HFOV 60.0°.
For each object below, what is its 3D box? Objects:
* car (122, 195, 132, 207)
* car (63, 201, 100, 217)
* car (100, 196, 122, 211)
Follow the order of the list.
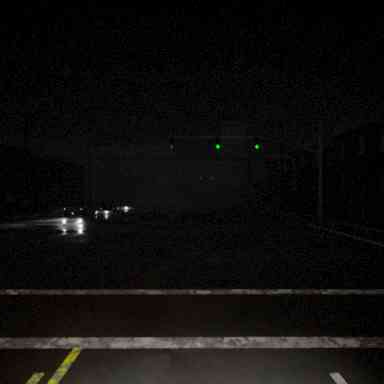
[{"bbox_3d":[-10.594,1.326,51.403,2.097,1.767,4.553,0,0,0],"label":"car"},{"bbox_3d":[-10.593,1.584,31.692,1.895,1.301,4.718,0,0,0],"label":"car"},{"bbox_3d":[-10.601,1.526,41.416,2.033,1.411,5.357,0,0,0],"label":"car"}]
